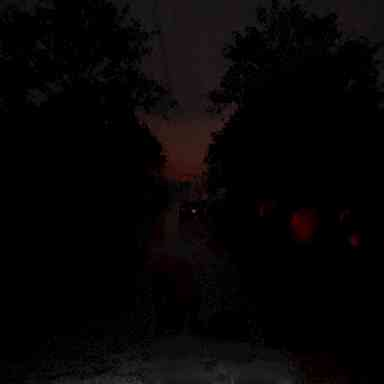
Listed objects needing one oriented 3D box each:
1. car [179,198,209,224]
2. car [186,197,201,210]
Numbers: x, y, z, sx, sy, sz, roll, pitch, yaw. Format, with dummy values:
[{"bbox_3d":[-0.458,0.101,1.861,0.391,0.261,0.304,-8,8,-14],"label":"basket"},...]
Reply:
[{"bbox_3d":[0.136,1.347,24.947,2.097,1.767,4.553,0,0,0],"label":"car"},{"bbox_3d":[0.166,1.469,42.972,1.882,1.535,5.008,0,0,0],"label":"car"}]
